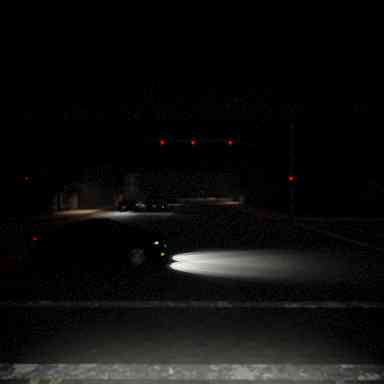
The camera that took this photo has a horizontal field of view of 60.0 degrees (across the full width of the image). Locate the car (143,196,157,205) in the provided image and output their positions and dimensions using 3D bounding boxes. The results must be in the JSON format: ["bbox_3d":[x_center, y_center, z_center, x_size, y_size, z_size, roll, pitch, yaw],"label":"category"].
[{"bbox_3d":[-7.451,1.538,59.430,1.837,1.490,4.892,0,-1,1],"label":"car"}]

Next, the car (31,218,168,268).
[{"bbox_3d":[-2.872,1.569,10.767,4.181,1.385,1.994,0,0,0],"label":"car"}]

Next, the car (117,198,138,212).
[{"bbox_3d":[-7.649,1.512,39.939,2.128,1.511,4.902,0,0,1],"label":"car"}]

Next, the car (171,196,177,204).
[{"bbox_3d":[-3.903,1.558,63.267,1.812,1.442,4.674,0,0,1],"label":"car"}]

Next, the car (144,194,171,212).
[{"bbox_3d":[-4.153,1.242,39.612,2.150,2.045,5.566,0,0,1],"label":"car"}]
